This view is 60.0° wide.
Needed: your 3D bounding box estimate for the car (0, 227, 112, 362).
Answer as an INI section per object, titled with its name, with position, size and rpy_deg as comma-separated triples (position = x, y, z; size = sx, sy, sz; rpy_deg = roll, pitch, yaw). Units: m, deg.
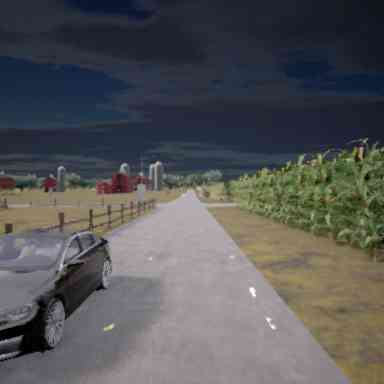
[car]
position = -2.848, 1.485, 6.239
size = 2.128, 1.511, 4.902
rpy_deg = 0, 0, 0
